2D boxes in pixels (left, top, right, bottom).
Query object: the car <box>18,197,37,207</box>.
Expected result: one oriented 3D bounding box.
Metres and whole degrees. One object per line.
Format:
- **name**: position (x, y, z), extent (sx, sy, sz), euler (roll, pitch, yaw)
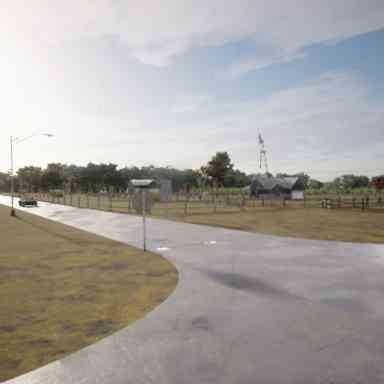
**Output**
- **car**: position (-23.070, 1.387, 46.743), extent (1.895, 1.301, 4.718), euler (-1, 1, -35)
